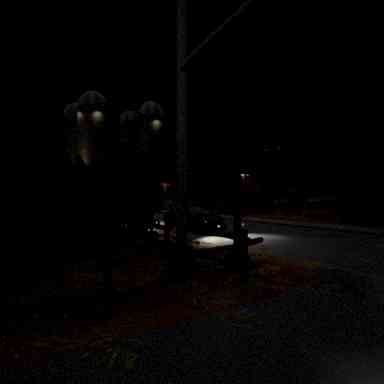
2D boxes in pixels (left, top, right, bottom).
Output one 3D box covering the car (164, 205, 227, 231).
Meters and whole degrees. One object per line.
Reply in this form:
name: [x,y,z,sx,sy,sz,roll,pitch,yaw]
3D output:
car: [0.048,1.526,19.393,1.812,1.442,4.674,0,0,-36]
